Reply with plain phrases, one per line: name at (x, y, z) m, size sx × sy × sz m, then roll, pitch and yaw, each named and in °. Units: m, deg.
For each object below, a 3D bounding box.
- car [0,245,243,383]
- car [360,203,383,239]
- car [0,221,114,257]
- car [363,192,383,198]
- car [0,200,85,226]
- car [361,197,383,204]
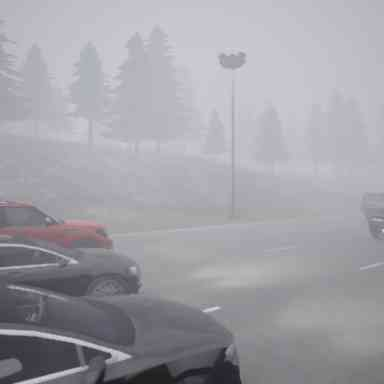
car at (-1.747, 1.491, 2.500) m, size 4.902 × 1.511 × 2.128 m, roll 0°, pitch 0°, yaw -35°
car at (9.981, 1.376, 15.159) m, size 4.902 × 1.511 × 2.128 m, roll -1°, pitch 0°, yaw -36°
car at (-3.221, 1.486, 5.747) m, size 4.902 × 1.511 × 2.128 m, roll 0°, pitch 0°, yaw -35°
car at (16.767, 1.016, 28.697) m, size 5.566 × 2.045 × 2.150 m, roll -1°, pitch 1°, yaw -35°
car at (-4.943, 1.214, 8.817) m, size 5.566 × 2.045 × 2.150 m, roll 0°, pitch 0°, yaw -35°
car at (13.420, 1.314, 21.908) m, size 5.008 × 1.535 × 1.882 m, roll -1°, pitch 0°, yaw -35°
